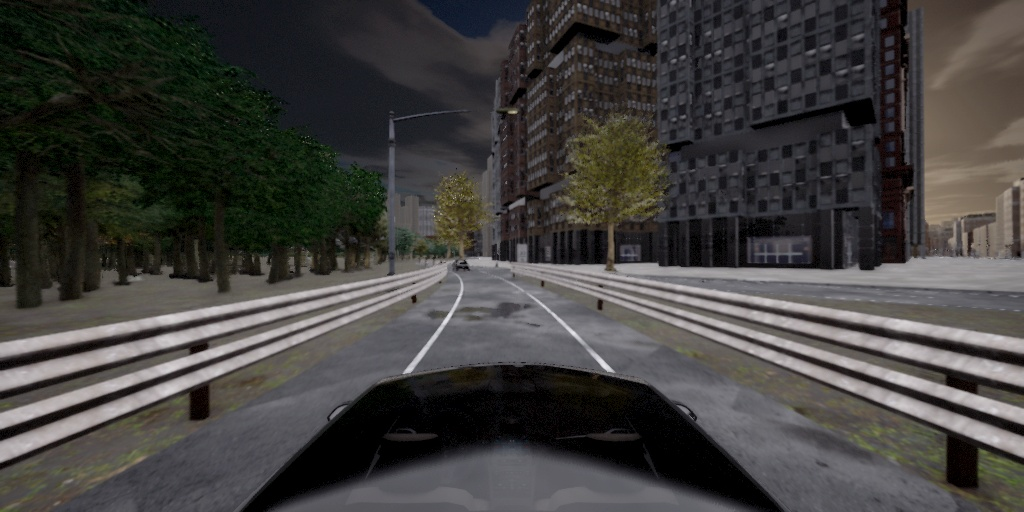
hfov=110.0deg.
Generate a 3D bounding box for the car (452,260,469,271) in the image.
[{"bbox_3d":[-7.118,1.254,49.514,1.837,1.490,4.892,0,1,-17],"label":"car"}]
